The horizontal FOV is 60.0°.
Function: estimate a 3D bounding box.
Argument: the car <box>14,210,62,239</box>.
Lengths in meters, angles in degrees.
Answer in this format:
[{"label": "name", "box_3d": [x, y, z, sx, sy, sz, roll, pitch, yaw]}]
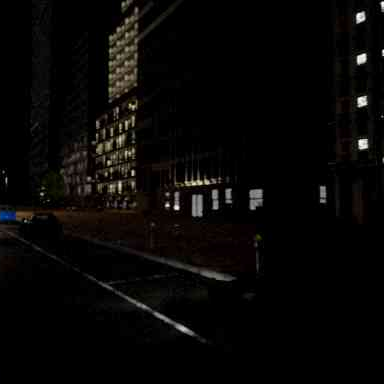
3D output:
[{"label": "car", "box_3d": [-9.644, 2.015, 21.042, 1.967, 1.590, 4.097, 3, -3, -36]}]

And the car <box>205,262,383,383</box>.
[{"label": "car", "box_3d": [2.183, 1.635, 4.182, 1.882, 1.535, 5.008, 2, -2, -36]}]

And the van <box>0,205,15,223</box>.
[{"label": "van", "box_3d": [-19.462, 2.251, 34.561, 1.690, 1.788, 3.998, 3, -3, -36]}]
